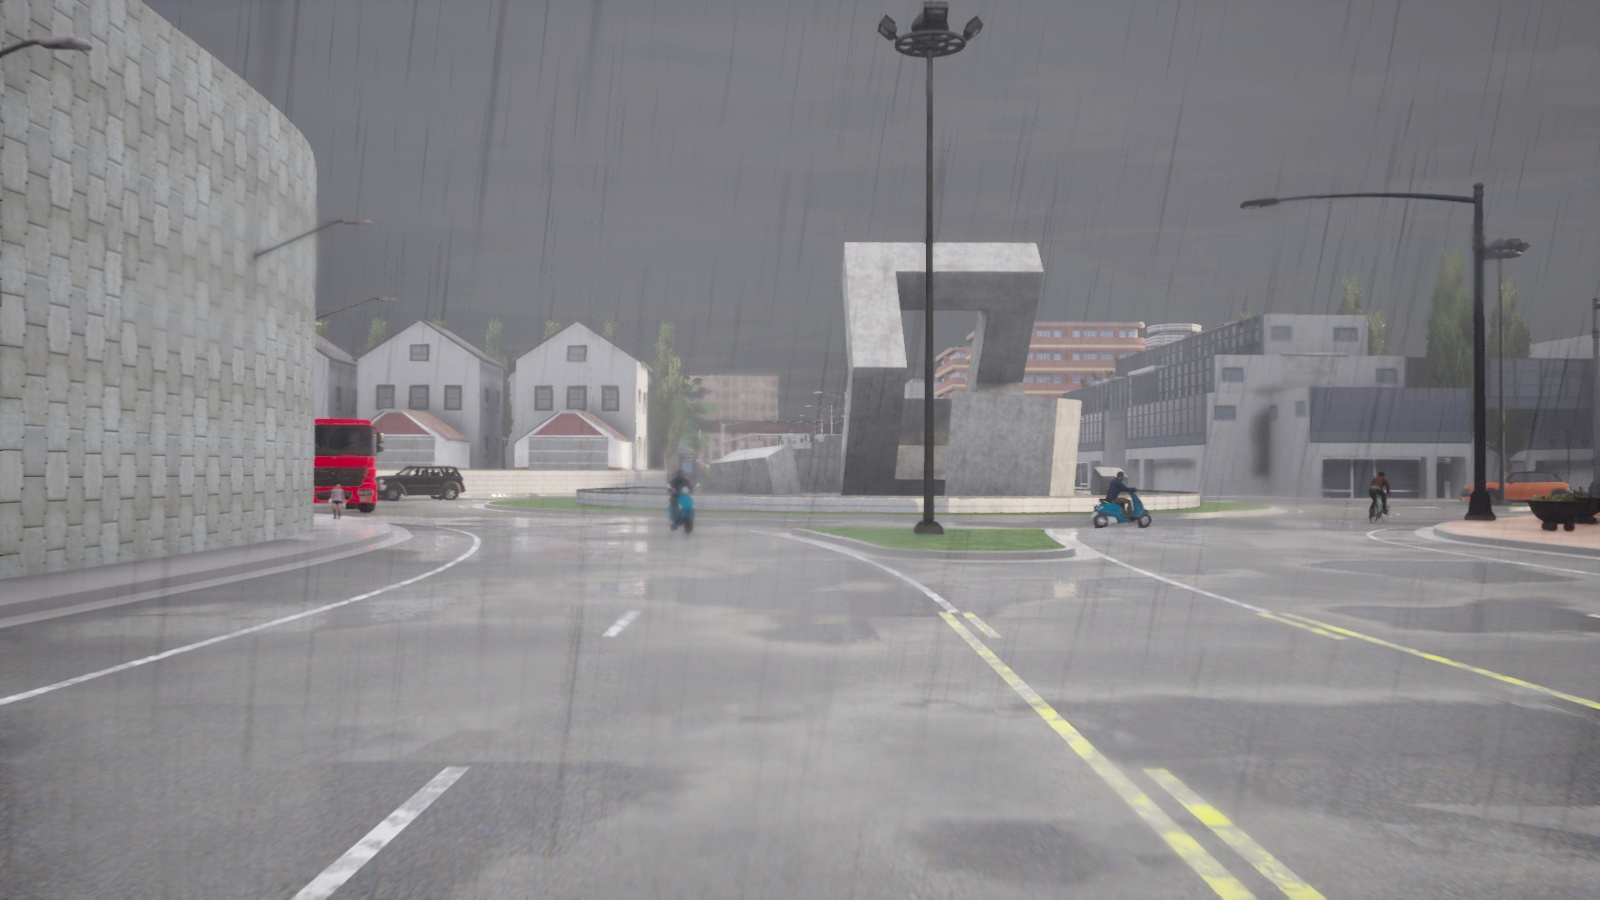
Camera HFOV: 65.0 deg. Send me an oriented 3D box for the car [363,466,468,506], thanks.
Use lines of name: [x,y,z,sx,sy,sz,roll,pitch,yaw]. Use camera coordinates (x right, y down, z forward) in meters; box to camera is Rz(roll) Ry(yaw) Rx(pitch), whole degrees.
car: [-19.005,1.747,62.114,4.605,1.855,1.932,0,-1,-36]

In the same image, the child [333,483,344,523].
child: [-13.006,1.494,35.387,0.255,1.110,0.394,0,-1,-26]

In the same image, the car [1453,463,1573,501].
car: [33.994,1.542,60.029,4.553,1.767,2.097,0,-1,13]

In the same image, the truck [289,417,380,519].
truck: [-17.527,0.689,46.975,2.891,3.462,7.936,0,-1,-22]

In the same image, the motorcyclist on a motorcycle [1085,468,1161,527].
motorcyclist on a motorcycle: [8.938,1.314,34.744,1.817,1.590,0.866,0,-1,-13]

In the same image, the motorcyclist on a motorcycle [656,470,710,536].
motorcyclist on a motorcycle: [-2.962,1.310,31.697,0.866,1.590,1.817,0,-1,-21]

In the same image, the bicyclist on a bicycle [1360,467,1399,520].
bicyclist on a bicycle: [18.136,1.353,39.289,0.582,1.620,1.656,-1,-1,44]
